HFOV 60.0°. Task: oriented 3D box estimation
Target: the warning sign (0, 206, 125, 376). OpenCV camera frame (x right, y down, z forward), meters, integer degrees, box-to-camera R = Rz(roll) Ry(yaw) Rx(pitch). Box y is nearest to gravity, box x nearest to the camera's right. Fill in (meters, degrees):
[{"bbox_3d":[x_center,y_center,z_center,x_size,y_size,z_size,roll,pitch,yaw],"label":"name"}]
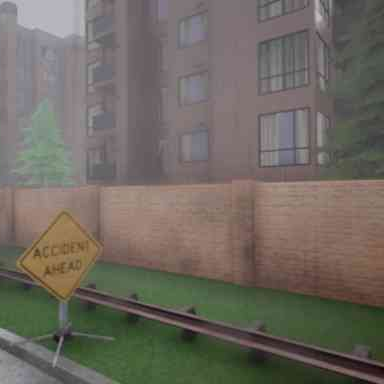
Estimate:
[{"bbox_3d":[-1.781,1.152,4.587,1.060,1.860,1.300,-1,0,36],"label":"warning sign"}]
